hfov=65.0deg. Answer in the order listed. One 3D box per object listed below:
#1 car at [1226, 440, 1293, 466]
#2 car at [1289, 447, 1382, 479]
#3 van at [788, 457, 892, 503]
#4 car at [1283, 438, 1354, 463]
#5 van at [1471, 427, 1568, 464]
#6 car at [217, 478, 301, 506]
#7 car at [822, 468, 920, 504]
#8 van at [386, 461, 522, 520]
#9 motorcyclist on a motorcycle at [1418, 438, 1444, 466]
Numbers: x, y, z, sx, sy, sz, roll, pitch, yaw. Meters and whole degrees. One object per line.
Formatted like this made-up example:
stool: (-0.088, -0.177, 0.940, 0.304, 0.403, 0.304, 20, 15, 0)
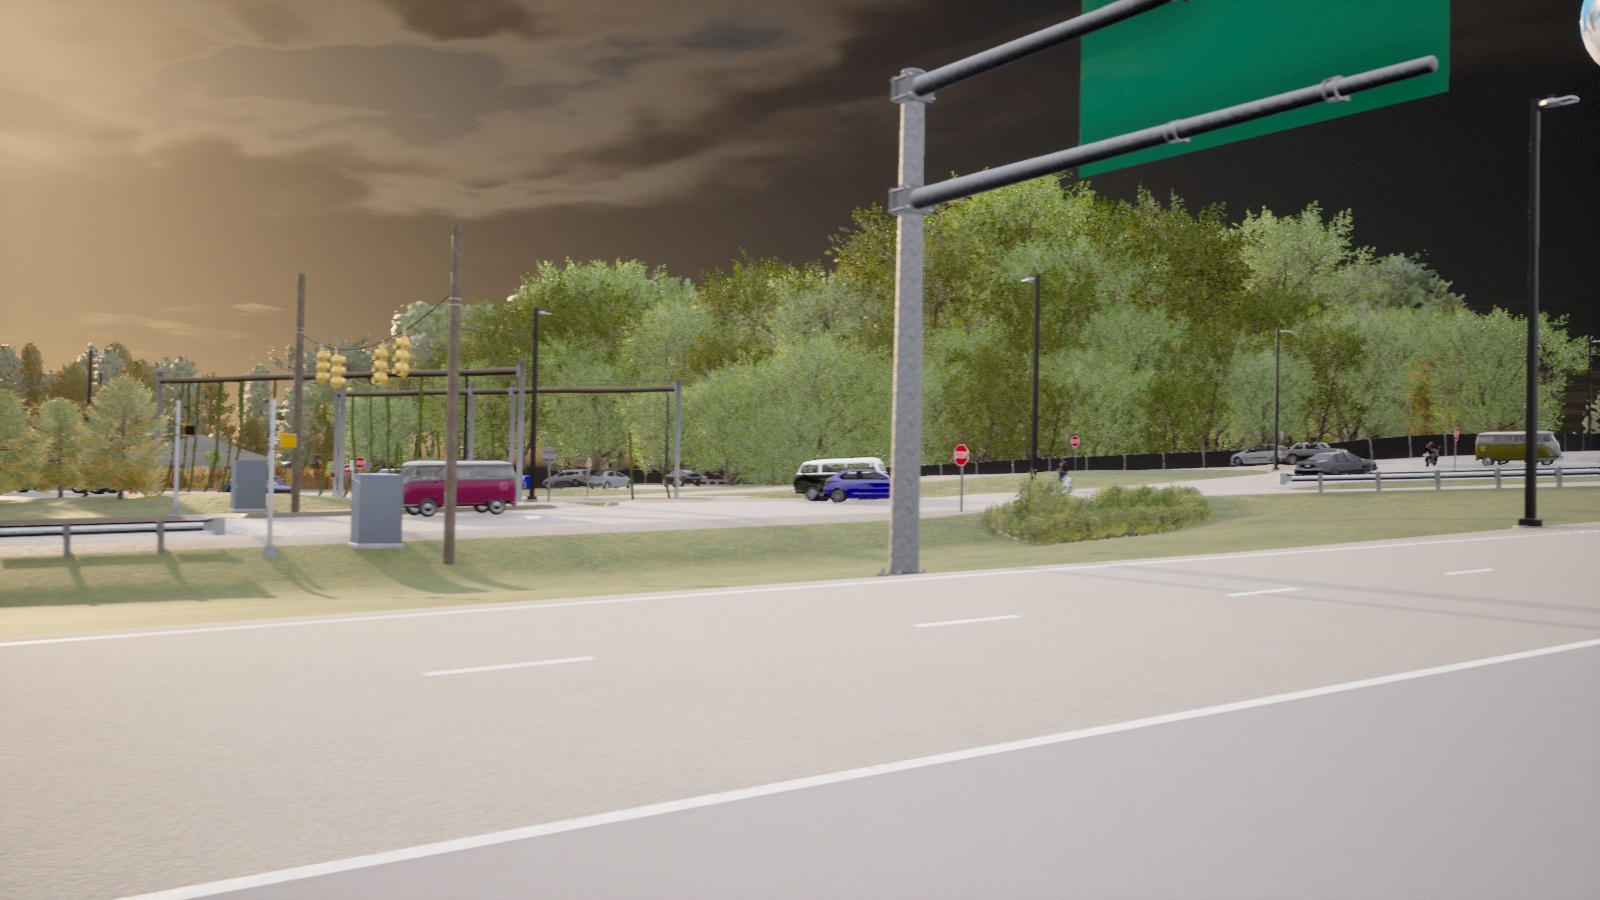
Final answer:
car: (32.684, 0.223, 89.374, 3.988, 1.617, 1.851, -3, -4, 45)
car: (29.056, 0.663, 68.090, 5.357, 1.411, 2.033, -3, 2, -34)
van: (1.910, 1.415, 59.416, 4.480, 2.038, 2.069, -2, -2, 19)
car: (34.300, 0.034, 83.121, 3.806, 1.475, 1.970, -3, -1, 43)
van: (40.876, -0.247, 71.456, 1.775, 1.987, 4.442, -3, 2, -30)
car: (-31.116, 2.400, 72.223, 5.008, 1.535, 1.882, -1, -2, 31)
car: (3.145, 1.544, 54.848, 4.193, 1.474, 1.816, -1, 0, 6)
van: (-12.578, 1.433, 45.753, 4.442, 1.987, 1.775, -1, 0, -35)
motorcyclist on a motorcycle: (37.530, 0.103, 74.648, 0.866, 1.530, 2.191, -3, 1, 39)
